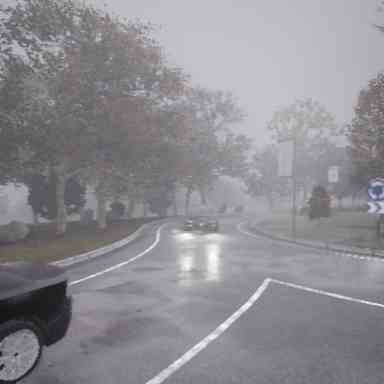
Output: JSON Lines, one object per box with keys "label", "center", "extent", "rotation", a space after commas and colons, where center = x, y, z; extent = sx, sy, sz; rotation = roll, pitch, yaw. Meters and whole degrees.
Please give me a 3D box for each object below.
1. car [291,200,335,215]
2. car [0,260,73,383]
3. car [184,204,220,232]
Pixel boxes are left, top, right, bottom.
{"label": "car", "center": [13.271, 1.622, 36.722], "extent": [4.553, 1.767, 2.097], "rotation": [0, 0, -10]}
{"label": "car", "center": [-3.588, 1.452, 3.159], "extent": [1.882, 1.535, 5.008], "rotation": [1, 0, 33]}
{"label": "car", "center": [0.648, 1.584, 21.004], "extent": [1.837, 1.490, 4.892], "rotation": [0, 0, 3]}
